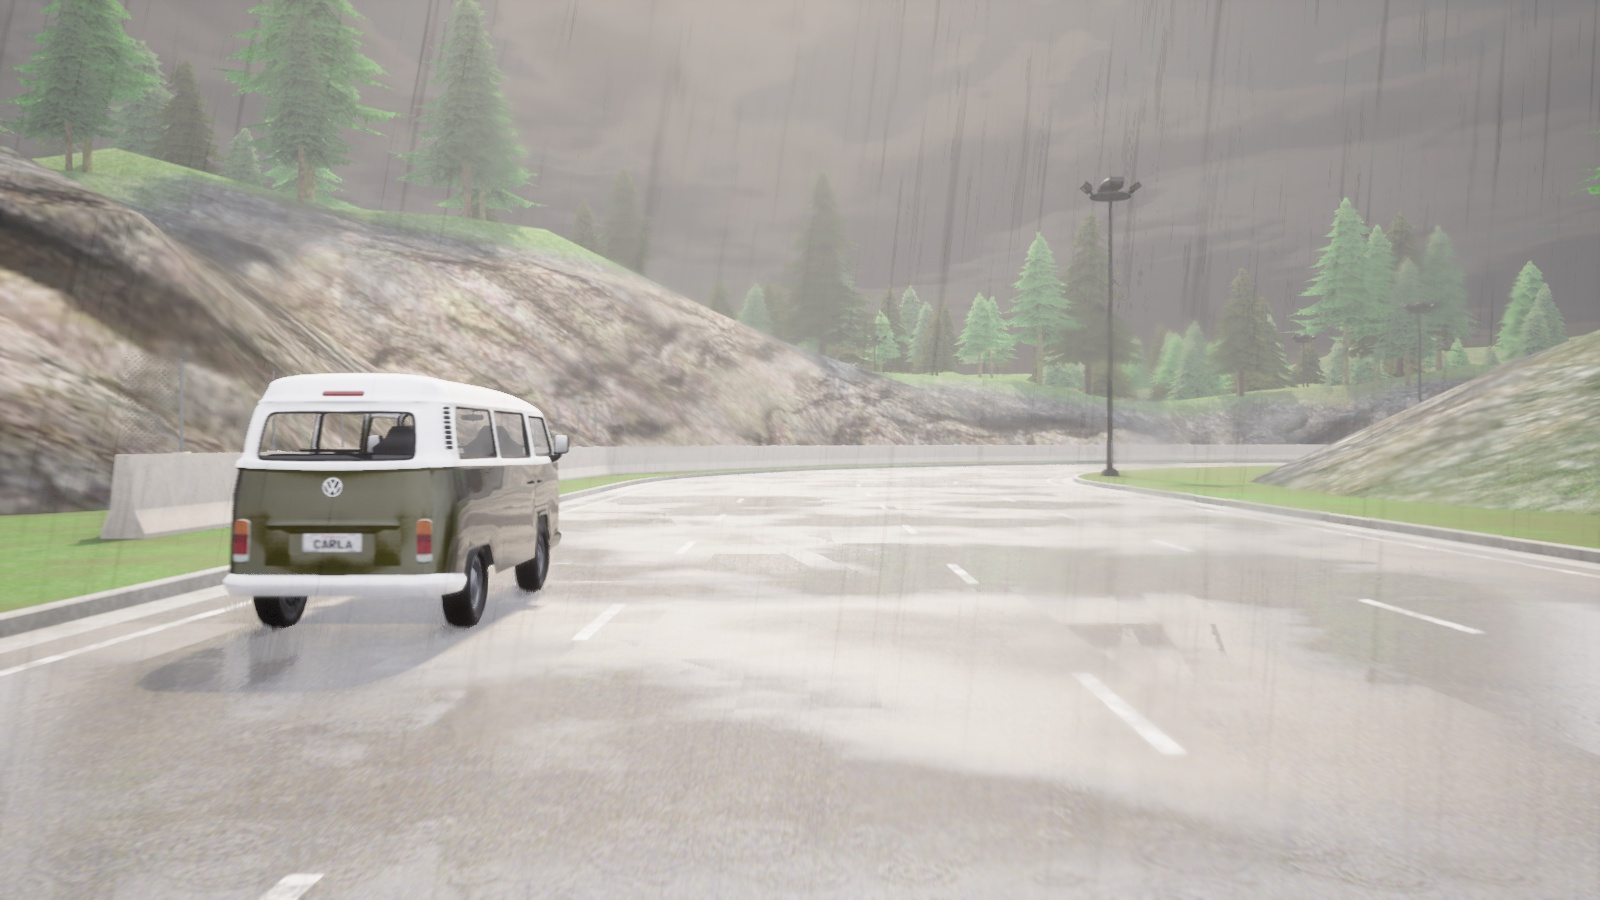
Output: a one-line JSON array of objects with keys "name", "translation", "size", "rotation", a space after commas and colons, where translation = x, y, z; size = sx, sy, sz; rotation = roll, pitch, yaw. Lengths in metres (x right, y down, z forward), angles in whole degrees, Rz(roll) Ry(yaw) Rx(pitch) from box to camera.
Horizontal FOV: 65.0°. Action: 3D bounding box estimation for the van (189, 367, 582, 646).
[{"name": "van", "translation": [-3.420, 0.403, 11.413], "size": [2.069, 2.038, 4.480], "rotation": [0, 0, 0]}]
